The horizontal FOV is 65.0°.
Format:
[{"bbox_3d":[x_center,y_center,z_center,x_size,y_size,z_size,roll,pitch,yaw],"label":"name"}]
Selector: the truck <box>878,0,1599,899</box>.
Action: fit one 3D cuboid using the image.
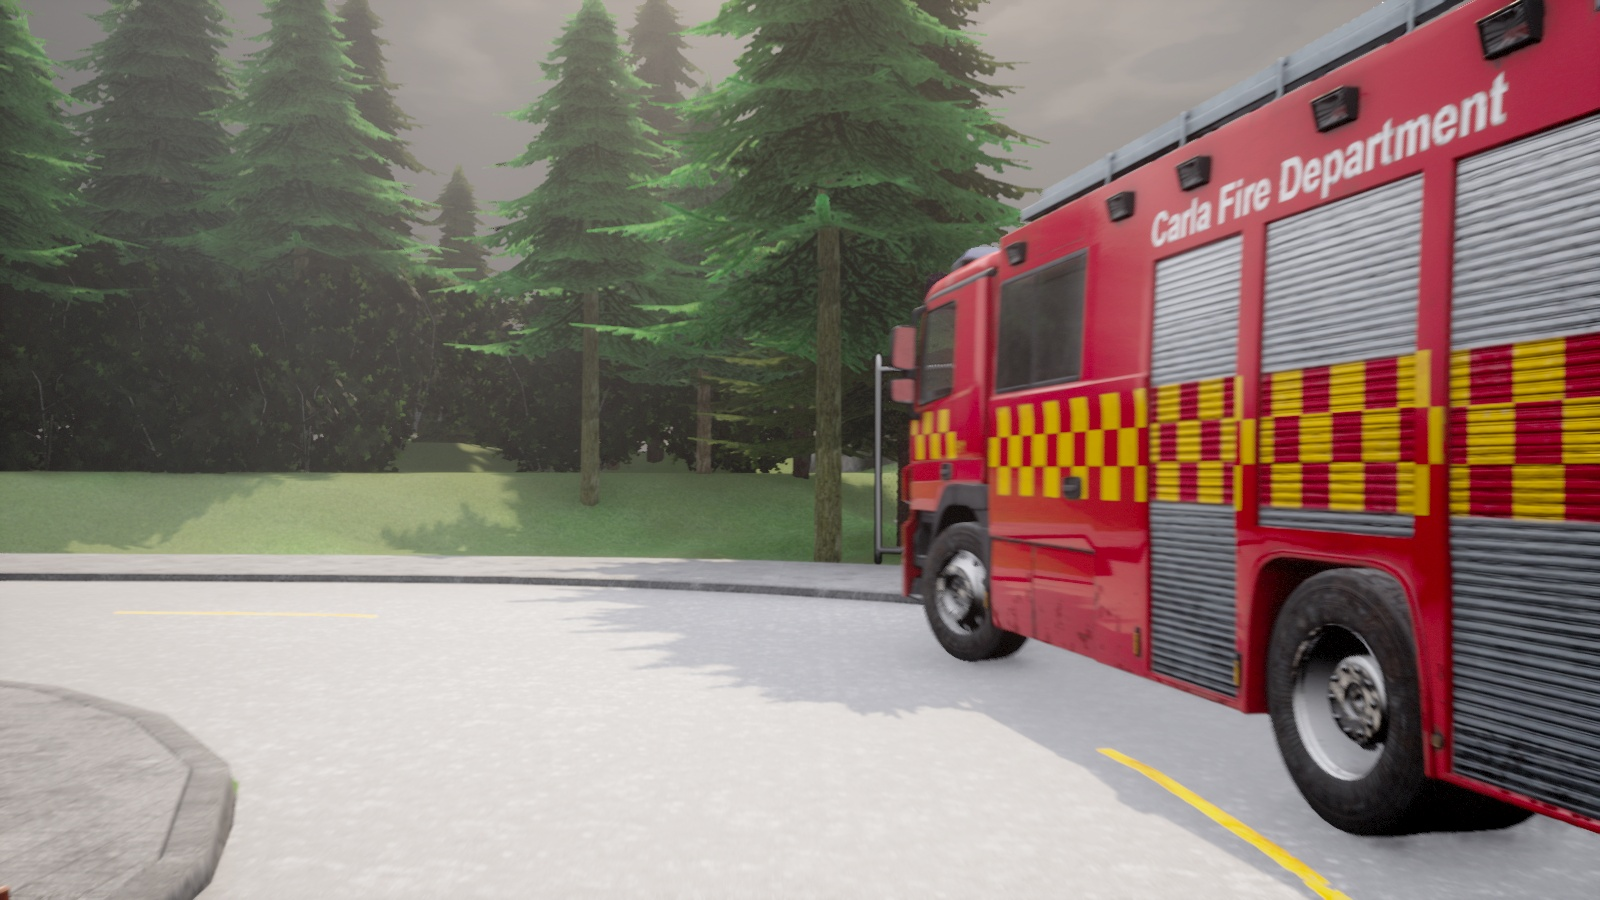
[{"bbox_3d":[3.078,-0.219,8.528,2.891,3.827,8.468,0,-1,-12],"label":"truck"}]
